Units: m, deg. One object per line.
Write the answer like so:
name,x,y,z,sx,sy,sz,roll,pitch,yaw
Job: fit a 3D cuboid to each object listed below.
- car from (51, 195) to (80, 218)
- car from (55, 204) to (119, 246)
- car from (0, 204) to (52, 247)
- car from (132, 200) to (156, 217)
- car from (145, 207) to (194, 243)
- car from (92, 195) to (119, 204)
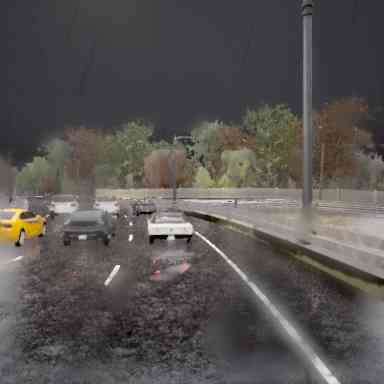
car,-11.344,1.256,29.848,2.150,2.045,5.566,0,0,-16
car,-4.631,1.514,15.430,1.837,1.490,4.892,0,0,-8
car,-8.095,1.483,14.931,1.882,1.535,5.008,0,0,-8
car,-4.619,1.493,31.790,2.128,1.511,4.902,0,0,-16
car,-1.171,1.614,15.959,1.895,1.301,4.718,0,0,-8
car,-7.985,1.256,30.833,2.150,2.045,5.566,0,0,-16
